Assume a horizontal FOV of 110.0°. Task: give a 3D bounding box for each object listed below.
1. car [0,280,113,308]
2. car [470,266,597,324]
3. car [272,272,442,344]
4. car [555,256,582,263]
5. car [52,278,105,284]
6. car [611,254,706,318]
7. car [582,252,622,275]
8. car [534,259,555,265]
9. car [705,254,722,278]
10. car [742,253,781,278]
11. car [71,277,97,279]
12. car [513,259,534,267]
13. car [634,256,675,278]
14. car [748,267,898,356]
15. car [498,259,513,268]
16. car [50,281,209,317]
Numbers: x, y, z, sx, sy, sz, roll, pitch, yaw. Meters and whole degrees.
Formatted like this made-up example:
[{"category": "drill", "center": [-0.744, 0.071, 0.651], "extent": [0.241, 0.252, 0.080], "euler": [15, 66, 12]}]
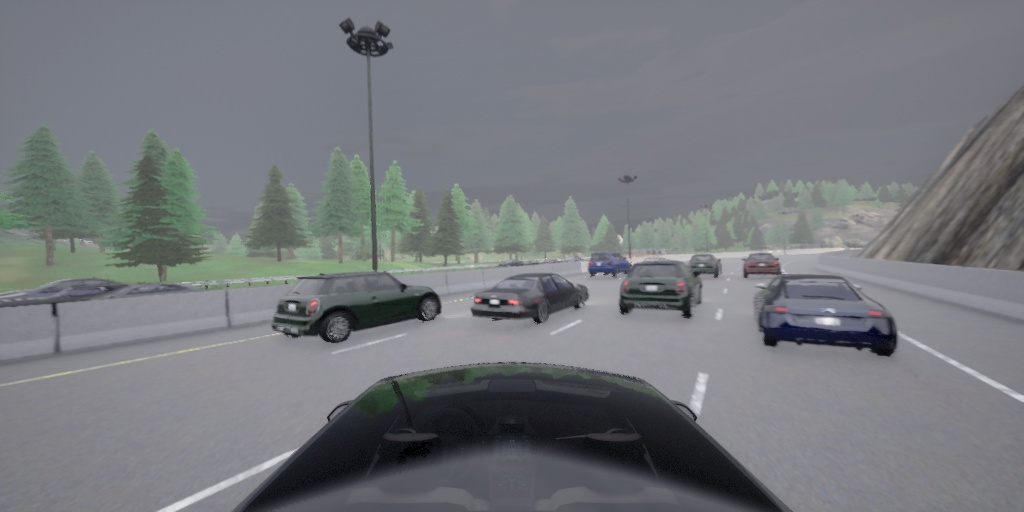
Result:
[{"category": "car", "center": [-18.188, 1.901, 14.868], "extent": [1.895, 1.301, 4.718], "euler": [-2, 0, 32]}, {"category": "car", "center": [0.850, 1.263, 11.955], "extent": [2.033, 1.411, 5.357], "euler": [-2, 0, 32]}, {"category": "car", "center": [-4.193, 1.224, 10.490], "extent": [2.097, 1.767, 4.553], "euler": [-2, 0, 32]}, {"category": "car", "center": [8.229, 0.704, 48.795], "extent": [1.812, 1.442, 4.674], "euler": [-2, 0, 37]}, {"category": "car", "center": [-21.158, 1.954, 16.717], "extent": [1.994, 1.385, 4.181], "euler": [-2, 0, 32]}, {"category": "car", "center": [5.254, 0.932, 12.412], "extent": [2.097, 1.767, 4.553], "euler": [-2, 0, 32]}, {"category": "car", "center": [8.255, 0.696, 30.313], "extent": [2.150, 2.045, 5.566], "euler": [-2, 0, 33]}, {"category": "car", "center": [5.455, 1.147, 50.913], "extent": [1.994, 1.385, 4.181], "euler": [-2, 0, 37]}, {"category": "car", "center": [14.517, 0.636, 27.079], "extent": [2.097, 1.767, 4.553], "euler": [-2, 0, 33]}, {"category": "car", "center": [17.483, 0.546, 25.224], "extent": [2.097, 1.767, 4.553], "euler": [-2, 0, 33]}, {"category": "car", "center": [-23.672, 1.943, 19.301], "extent": [1.882, 1.535, 5.008], "euler": [-2, 0, 32]}, {"category": "car", "center": [2.654, 1.298, 53.007], "extent": [1.895, 1.301, 4.718], "euler": [-2, 0, 37]}, {"category": "car", "center": [11.648, 0.862, 29.077], "extent": [2.128, 1.511, 4.902], "euler": [-2, 0, 33]}, {"category": "car", "center": [6.705, 1.102, 8.119], "extent": [1.994, 1.385, 4.181], "euler": [-2, 0, 32]}, {"category": "car", "center": [-0.118, 1.229, 55.148], "extent": [1.882, 1.535, 5.008], "euler": [-2, 0, 37]}, {"category": "car", "center": [-14.533, 1.752, 14.116], "extent": [1.994, 1.385, 4.181], "euler": [-2, 0, 32]}]
